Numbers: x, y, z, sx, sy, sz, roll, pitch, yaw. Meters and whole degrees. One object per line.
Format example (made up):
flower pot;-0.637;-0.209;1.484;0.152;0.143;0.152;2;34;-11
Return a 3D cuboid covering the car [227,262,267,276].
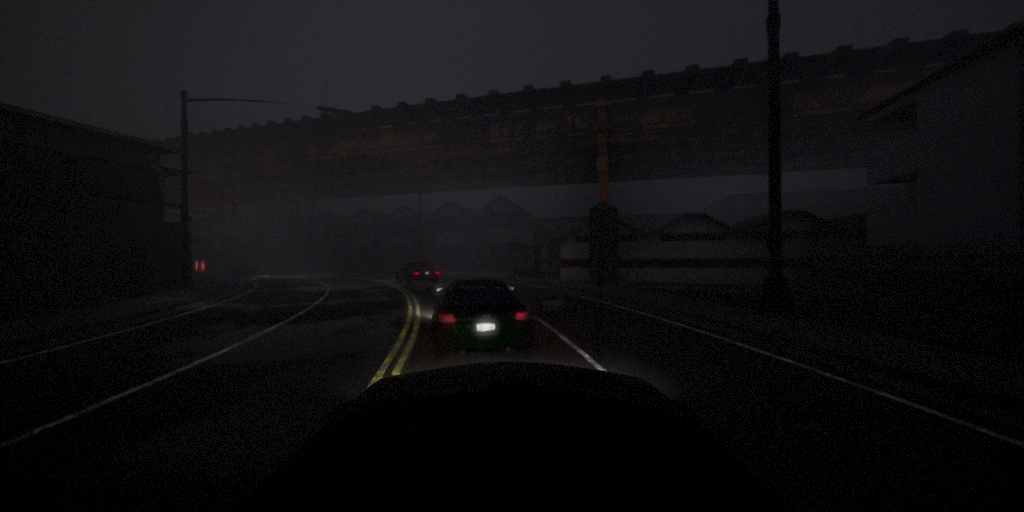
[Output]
car;-29.185;1.424;39.520;4.902;1.511;2.128;-1;-1;24

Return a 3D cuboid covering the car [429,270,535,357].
car;-0.802;1.193;8.326;1.994;1.385;4.181;0;1;-10

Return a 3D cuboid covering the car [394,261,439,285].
car;-6.224;1.058;23.246;2.033;1.411;5.357;0;0;-29
